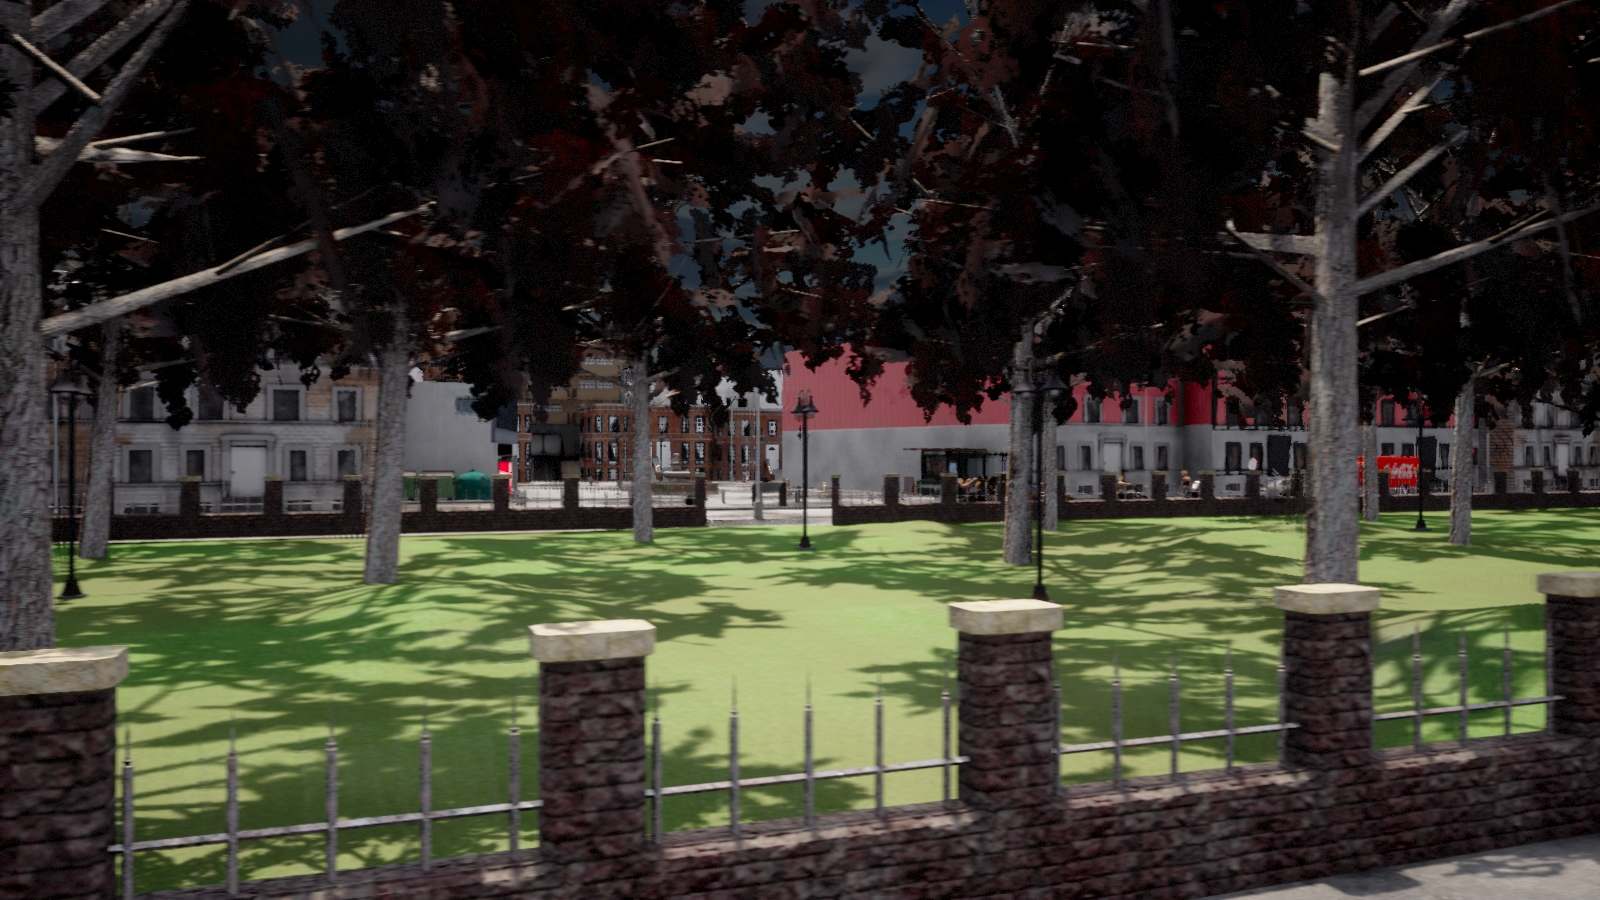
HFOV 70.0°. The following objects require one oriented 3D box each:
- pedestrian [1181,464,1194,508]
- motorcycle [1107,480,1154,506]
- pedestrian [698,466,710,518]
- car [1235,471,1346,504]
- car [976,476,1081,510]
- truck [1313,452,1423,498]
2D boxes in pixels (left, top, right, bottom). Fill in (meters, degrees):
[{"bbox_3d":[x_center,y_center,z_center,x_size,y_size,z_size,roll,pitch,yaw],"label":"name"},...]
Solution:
[{"bbox_3d":[16.502,1.528,48.674,0.375,1.860,0.375,0,0,-19],"label":"pedestrian"},{"bbox_3d":[15.441,1.996,53.415,2.033,1.145,0.803,0,0,-20],"label":"motorcycle"},{"bbox_3d":[-3.518,1.524,41.704,0.375,1.860,0.375,0,0,-17],"label":"pedestrian"},{"bbox_3d":[24.286,1.831,56.599,4.902,1.511,2.128,0,0,-20],"label":"car"},{"bbox_3d":[10.283,1.913,51.525,4.181,1.385,1.994,-1,0,-20],"label":"car"},{"bbox_3d":[31.568,1.352,63.520,5.204,2.467,2.627,0,0,-20],"label":"truck"}]
